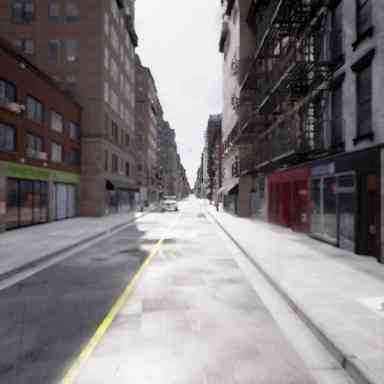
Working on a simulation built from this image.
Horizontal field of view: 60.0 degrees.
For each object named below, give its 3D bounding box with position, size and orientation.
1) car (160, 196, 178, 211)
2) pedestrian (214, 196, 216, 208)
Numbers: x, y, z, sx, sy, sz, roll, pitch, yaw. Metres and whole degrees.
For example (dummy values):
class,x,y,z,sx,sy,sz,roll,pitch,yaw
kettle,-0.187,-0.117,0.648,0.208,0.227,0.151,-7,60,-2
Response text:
class,x,y,z,sx,sy,sz,roll,pitch,yaw
car,-3.046,1.570,45.911,2.150,2.045,5.566,0,-1,1
pedestrian,3.618,1.534,51.713,0.375,1.860,0.375,0,0,0
